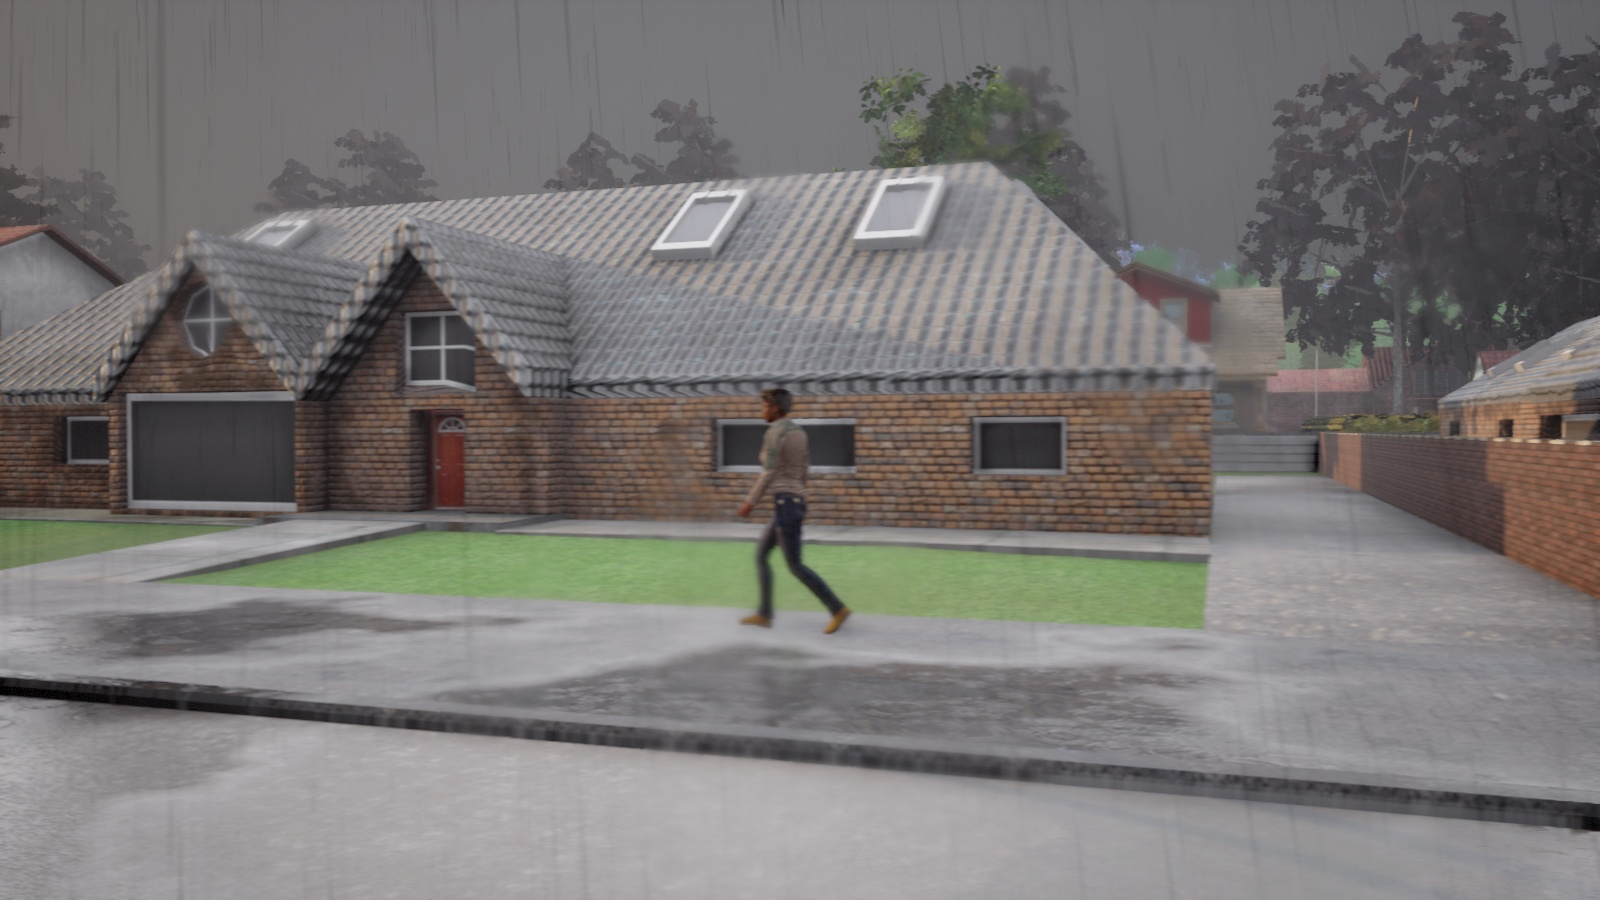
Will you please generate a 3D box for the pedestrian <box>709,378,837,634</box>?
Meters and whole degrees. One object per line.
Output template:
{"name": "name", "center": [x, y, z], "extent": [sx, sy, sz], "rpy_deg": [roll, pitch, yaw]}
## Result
{"name": "pedestrian", "center": [-0.195, 0.389, 9.164], "extent": [0.869, 1.805, 0.328], "rpy_deg": [1, 1, 22]}
